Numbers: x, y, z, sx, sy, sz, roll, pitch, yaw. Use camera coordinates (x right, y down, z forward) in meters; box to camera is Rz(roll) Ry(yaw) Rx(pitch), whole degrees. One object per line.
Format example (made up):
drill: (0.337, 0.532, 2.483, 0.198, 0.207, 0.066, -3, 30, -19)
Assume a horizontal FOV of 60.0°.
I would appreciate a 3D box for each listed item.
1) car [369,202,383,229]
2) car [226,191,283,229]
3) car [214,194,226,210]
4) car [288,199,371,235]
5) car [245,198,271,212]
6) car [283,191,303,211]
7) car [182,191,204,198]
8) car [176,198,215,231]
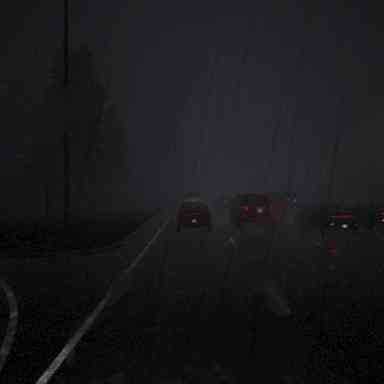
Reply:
car: (10.604, 1.334, 19.925, 2.128, 1.511, 4.902, 0, 0, 0)
car: (3.604, 1.061, 20.273, 2.150, 2.045, 5.566, 0, 0, 0)
car: (3.607, 1.057, 37.382, 2.097, 1.767, 4.553, 0, 0, 0)
car: (7.103, 1.350, 17.870, 2.128, 1.511, 4.902, 0, 0, 0)
car: (7.106, 1.316, 36.156, 1.895, 1.301, 4.718, 0, 0, 0)
car: (10.607, 0.931, 36.884, 2.150, 2.045, 5.566, 0, 0, 0)
car: (0.107, 0.931, 36.756, 2.150, 2.045, 5.566, 0, 0, 0)
car: (0.104, 1.323, 19.568, 1.882, 1.535, 5.008, 0, 0, 0)
